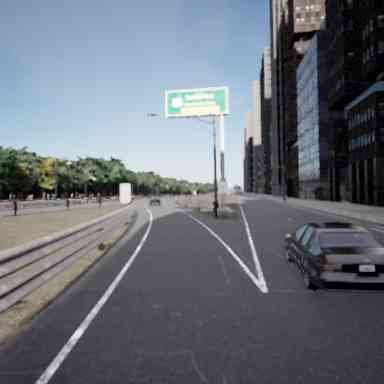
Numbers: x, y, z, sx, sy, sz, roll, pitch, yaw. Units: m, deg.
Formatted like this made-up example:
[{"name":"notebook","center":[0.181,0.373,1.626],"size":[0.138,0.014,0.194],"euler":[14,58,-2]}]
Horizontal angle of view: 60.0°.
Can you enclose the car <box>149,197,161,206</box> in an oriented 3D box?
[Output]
[{"name":"car","center":[-6.300,1.559,56.856],"size":[1.837,1.490,4.892],"euler":[-1,0,-8]}]

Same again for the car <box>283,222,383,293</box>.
[{"name":"car","center":[3.676,1.503,8.843],"size":[2.033,1.411,5.357],"euler":[-1,0,8]}]
